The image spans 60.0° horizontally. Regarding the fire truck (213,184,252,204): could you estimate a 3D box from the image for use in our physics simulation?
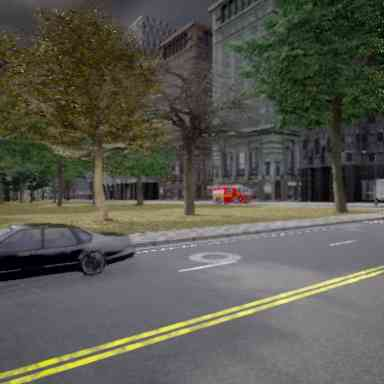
[{"bbox_3d":[7.769,0.501,64.805,2.891,3.827,8.468,0,0,-35],"label":"fire truck"}]

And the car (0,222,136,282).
[{"bbox_3d":[-4.182,1.537,8.686,5.357,1.411,2.033,0,0,-36],"label":"car"}]
